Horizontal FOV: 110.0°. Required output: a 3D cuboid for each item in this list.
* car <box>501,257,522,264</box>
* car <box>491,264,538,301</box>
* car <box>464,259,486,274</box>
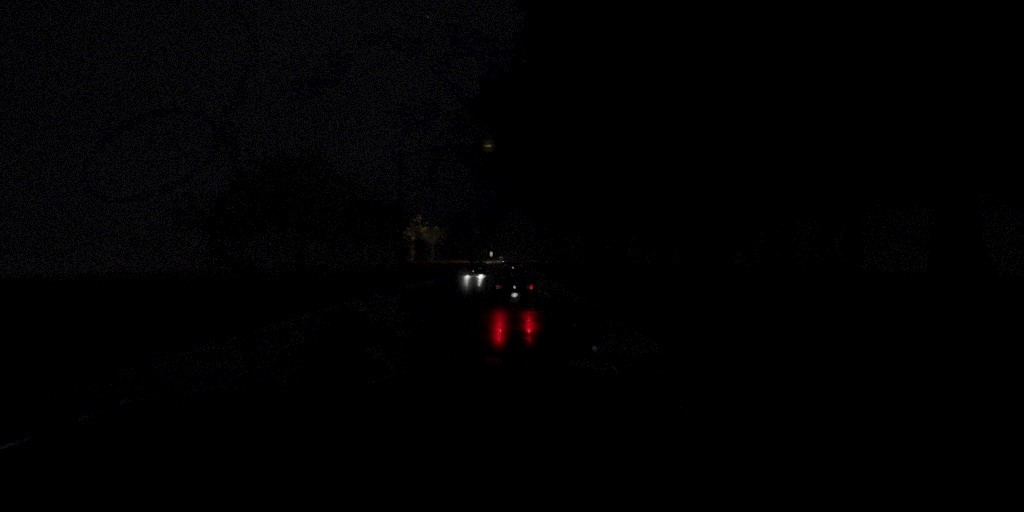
[{"bbox_3d":[0.086,1.061,37.117,1.994,1.385,4.181,0,0,0],"label":"car"},{"bbox_3d":[0.100,1.231,16.245,1.895,1.301,4.718,0,0,0],"label":"car"},{"bbox_3d":[-3.590,1.052,35.880,2.033,1.411,5.357,0,0,0],"label":"car"}]
